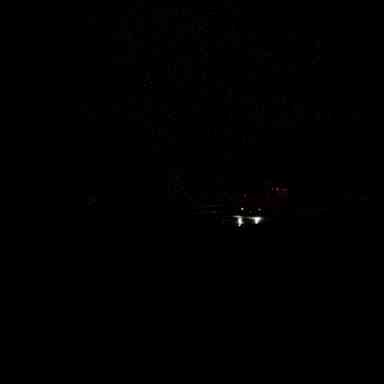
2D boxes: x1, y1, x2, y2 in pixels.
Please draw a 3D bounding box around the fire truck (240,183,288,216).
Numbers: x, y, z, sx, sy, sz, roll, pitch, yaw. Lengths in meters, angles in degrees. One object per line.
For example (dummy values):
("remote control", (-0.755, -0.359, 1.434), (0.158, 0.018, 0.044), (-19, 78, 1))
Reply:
("fire truck", (9.146, 0.877, 41.452), (2.891, 3.827, 8.468), (1, 0, 35))
